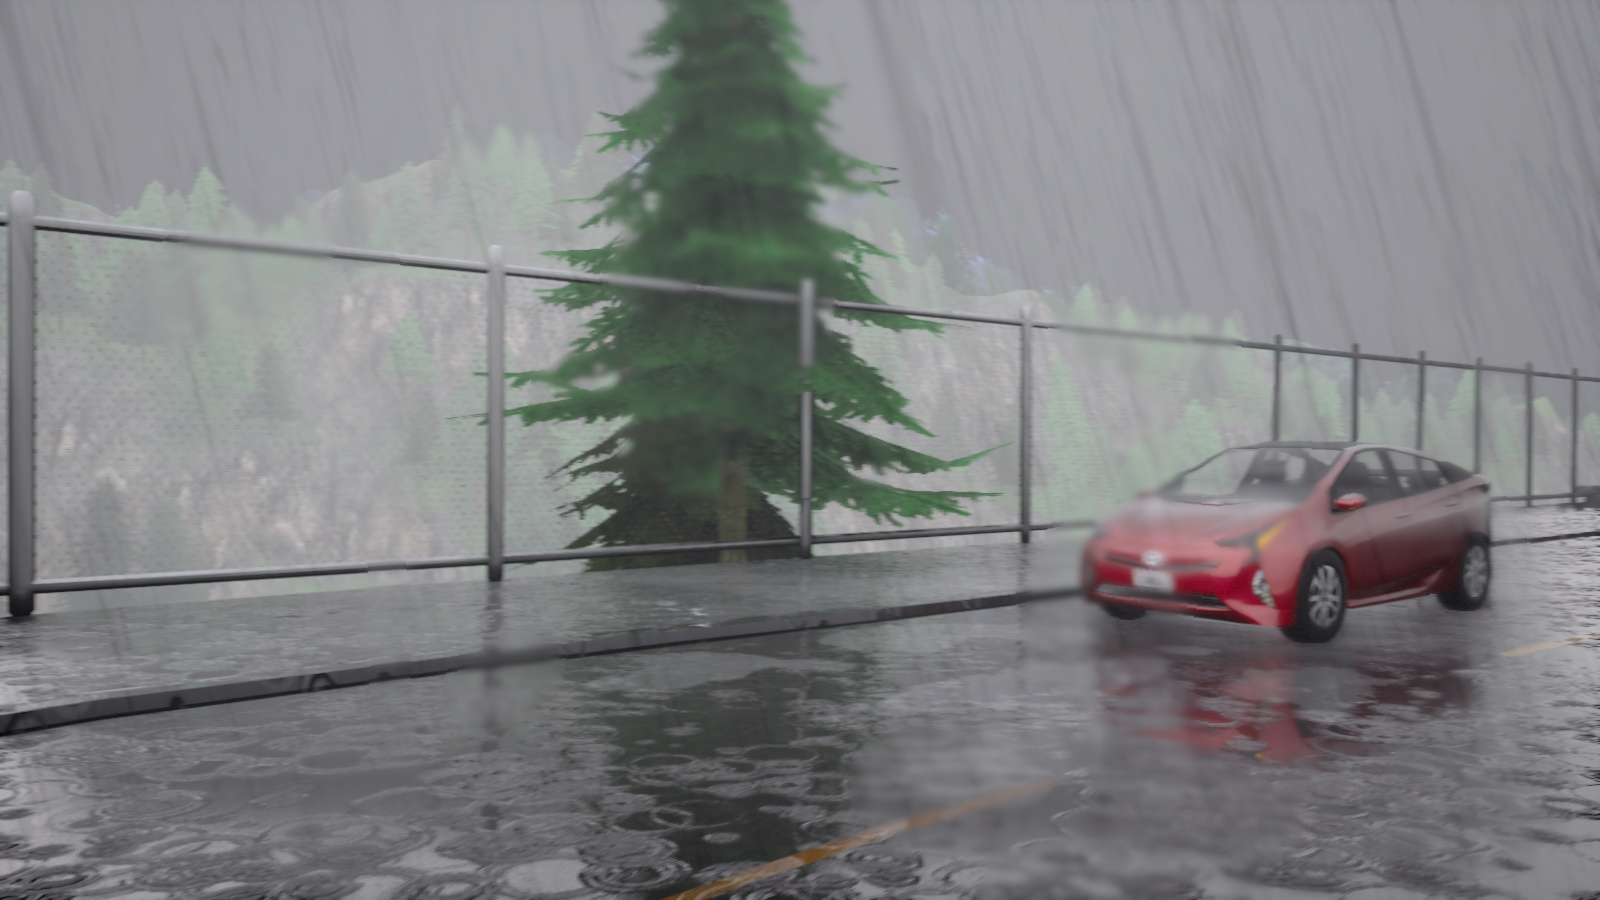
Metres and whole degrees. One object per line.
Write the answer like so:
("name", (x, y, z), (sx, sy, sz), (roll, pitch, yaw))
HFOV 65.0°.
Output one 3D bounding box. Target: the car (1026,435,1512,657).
("car", (4.198, 0.655, 10.877), (4.514, 1.525, 2.007), (0, 0, -41))
